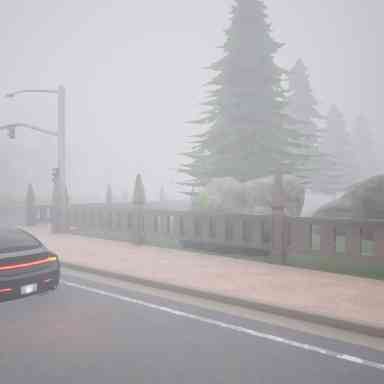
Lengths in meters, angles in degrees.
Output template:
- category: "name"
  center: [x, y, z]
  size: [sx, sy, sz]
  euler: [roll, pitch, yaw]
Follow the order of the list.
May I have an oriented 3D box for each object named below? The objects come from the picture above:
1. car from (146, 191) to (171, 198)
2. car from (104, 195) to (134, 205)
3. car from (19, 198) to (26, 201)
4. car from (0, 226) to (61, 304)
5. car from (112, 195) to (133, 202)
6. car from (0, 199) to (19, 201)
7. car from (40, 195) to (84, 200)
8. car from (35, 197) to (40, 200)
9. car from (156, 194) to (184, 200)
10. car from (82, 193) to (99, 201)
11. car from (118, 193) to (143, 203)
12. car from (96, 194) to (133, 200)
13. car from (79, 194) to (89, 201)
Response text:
- category: "car"
  center: [-5.974, 0.845, 60.982]
  size: [2.150, 2.045, 5.566]
  euler: [0, 3, 36]
- category: "car"
  center: [-12.634, 1.383, 57.707]
  size: [2.128, 1.511, 4.902]
  euler: [0, 2, 36]
- category: "car"
  center: [-23.985, 1.547, 41.846]
  size: [2.033, 1.411, 5.357]
  euler: [0, 0, 36]
- category: "car"
  center: [-4.919, 1.505, 7.445]
  size: [4.892, 1.490, 1.837]
  euler: [0, 0, 36]
- category: "car"
  center: [-8.971, 1.491, 44.431]
  size: [2.128, 1.511, 4.902]
  euler: [0, 0, 35]
- category: "car"
  center: [-22.604, 1.564, 37.772]
  size: [1.994, 1.385, 4.181]
  euler: [0, 0, 36]
- category: "car"
  center: [-17.500, 1.526, 44.882]
  size: [1.812, 1.442, 4.674]
  euler: [0, 0, 36]
- category: "car"
  center: [-23.686, 1.505, 48.268]
  size: [1.837, 1.490, 4.892]
  euler: [0, 0, 36]
- category: "car"
  center: [-2.324, 1.440, 47.734]
  size: [2.128, 1.511, 4.902]
  euler: [0, 1, 35]
- category: "car"
  center: [-17.985, 1.197, 56.227]
  size: [2.150, 2.045, 5.566]
  euler: [0, 1, 36]
- category: "car"
  center: [-11.915, 1.151, 64.705]
  size: [1.837, 1.490, 4.892]
  euler: [0, 3, 36]
- category: "car"
  center: [-12.138, 1.479, 52.384]
  size: [1.837, 1.490, 4.892]
  euler: [0, 1, 36]
- category: "car"
  center: [-18.492, 1.491, 49.508]
  size: [2.128, 1.511, 4.902]
  euler: [0, 0, 36]
